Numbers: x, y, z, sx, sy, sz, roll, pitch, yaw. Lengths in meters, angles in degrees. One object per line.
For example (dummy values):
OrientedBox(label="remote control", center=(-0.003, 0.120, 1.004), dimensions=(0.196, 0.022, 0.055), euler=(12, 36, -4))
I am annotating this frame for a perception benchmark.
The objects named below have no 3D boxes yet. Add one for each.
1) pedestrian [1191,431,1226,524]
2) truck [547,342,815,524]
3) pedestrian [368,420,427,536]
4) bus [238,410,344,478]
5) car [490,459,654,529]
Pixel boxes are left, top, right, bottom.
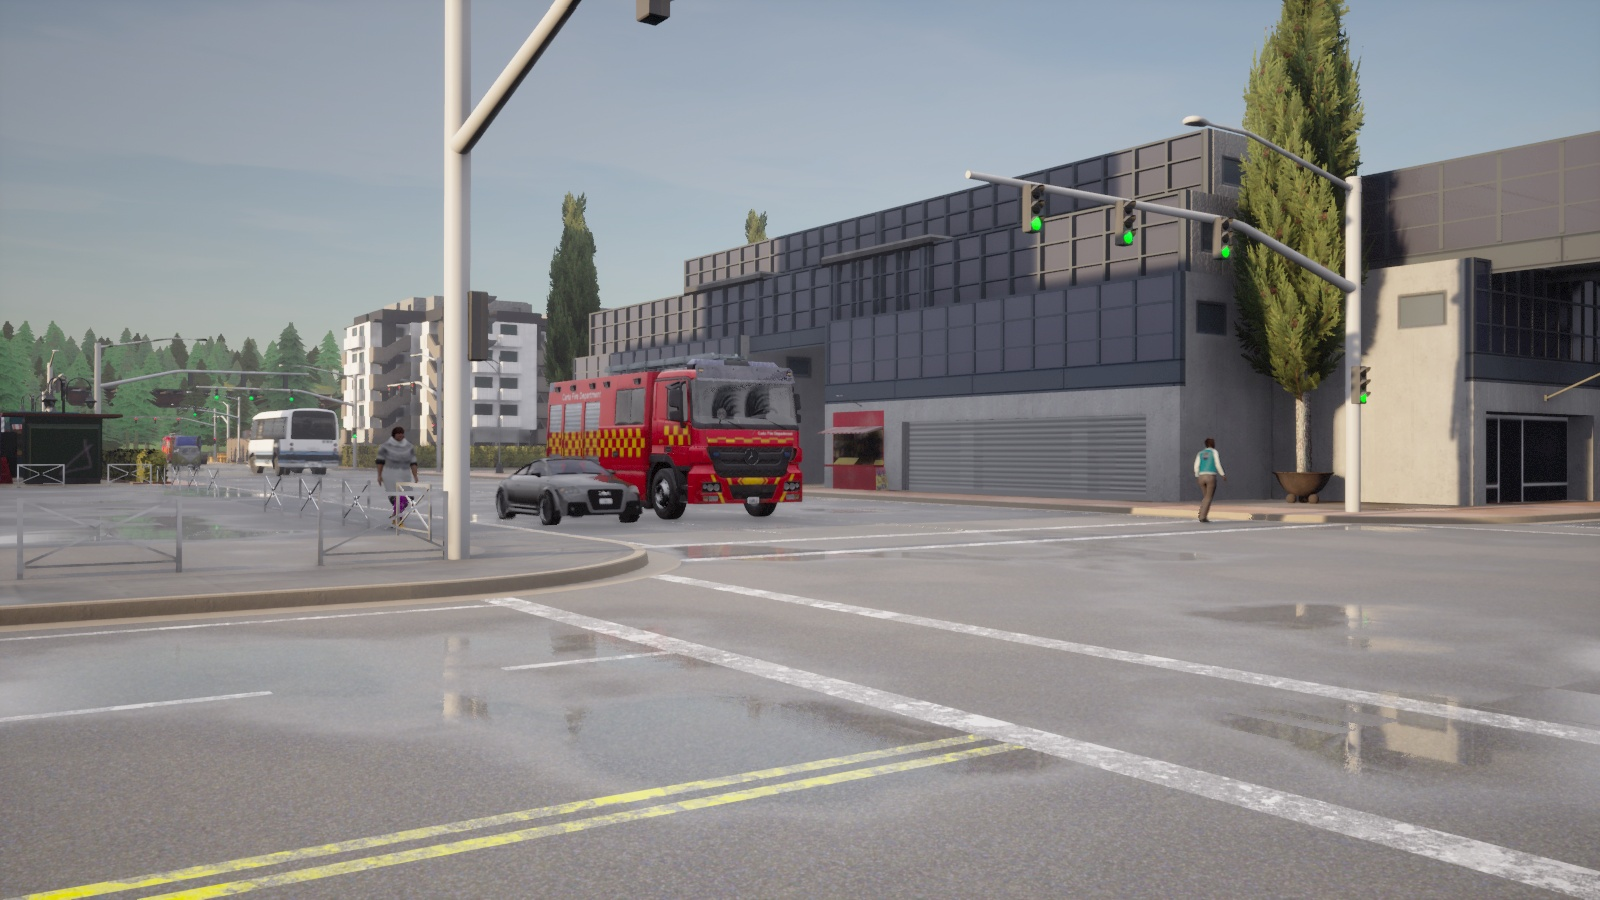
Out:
OrientedBox(label="pedestrian", center=(8.646, 0.570, 26.585), dimensions=(0.692, 1.930, 0.396), euler=(0, 0, -41))
OrientedBox(label="truck", center=(-3.203, -0.338, 30.756), dimensions=(2.891, 3.827, 8.468), euler=(0, 0, -33))
OrientedBox(label="pedestrian", center=(-6.949, 0.471, 21.663), dimensions=(0.659, 1.952, 0.873), euler=(0, 0, -42))
OrientedBox(label="bus", center=(-34.108, -0.354, 83.783), dimensions=(3.944, 4.253, 10.273), euler=(1, -1, -37))
OrientedBox(label="car", center=(-5.006, 0.886, 27.148), dimensions=(1.994, 1.385, 4.181), euler=(0, 0, -34))
